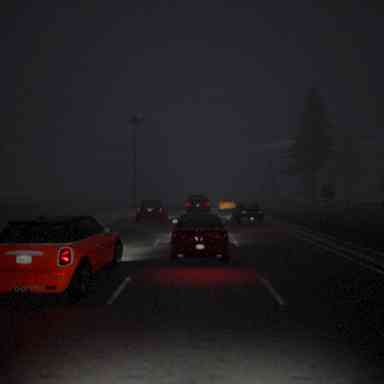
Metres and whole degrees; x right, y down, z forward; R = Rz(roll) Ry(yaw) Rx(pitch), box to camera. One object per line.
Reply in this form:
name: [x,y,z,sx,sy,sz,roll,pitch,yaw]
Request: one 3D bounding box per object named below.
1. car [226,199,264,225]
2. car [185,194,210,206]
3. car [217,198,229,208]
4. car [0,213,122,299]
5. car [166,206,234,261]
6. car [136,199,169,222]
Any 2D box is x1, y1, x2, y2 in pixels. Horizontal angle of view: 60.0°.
car: [3.934,1.521,23.999,2.128,1.511,4.902,0,0,1]
car: [0.541,1.240,31.252,2.150,2.045,5.566,0,0,1]
car: [4.166,1.516,40.805,1.882,1.535,5.008,0,0,1]
car: [-3.268,1.343,8.633,2.097,1.767,4.553,0,0,1]
car: [0.271,1.485,12.397,1.882,1.535,5.008,0,0,1]
car: [-3.034,1.352,26.199,2.097,1.767,4.553,0,0,1]
